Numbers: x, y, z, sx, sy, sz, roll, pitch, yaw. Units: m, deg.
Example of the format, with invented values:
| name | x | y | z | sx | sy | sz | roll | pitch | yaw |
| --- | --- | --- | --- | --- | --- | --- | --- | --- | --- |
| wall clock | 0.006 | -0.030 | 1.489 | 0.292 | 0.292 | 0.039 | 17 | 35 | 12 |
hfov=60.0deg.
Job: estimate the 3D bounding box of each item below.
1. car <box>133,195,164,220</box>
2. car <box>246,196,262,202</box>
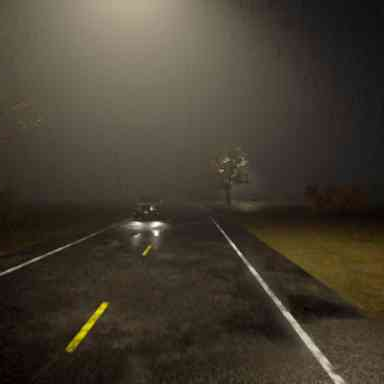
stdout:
| name | x | y | z | sx | sy | sz | roll | pitch | yaw |
| --- | --- | --- | --- | --- | --- | --- | --- | --- | --- |
| car | -3.700 | 1.268 | 29.176 | 2.150 | 2.045 | 5.566 | 0 | 0 | -1 |
| car | 15.590 | 1.755 | 82.998 | 4.181 | 1.385 | 1.994 | 0 | 1 | -3 |
